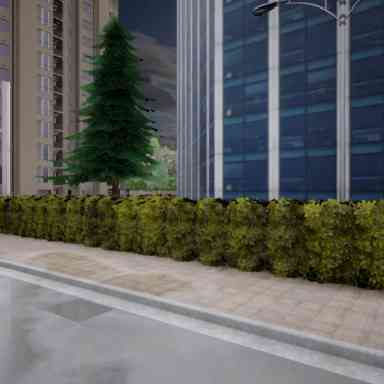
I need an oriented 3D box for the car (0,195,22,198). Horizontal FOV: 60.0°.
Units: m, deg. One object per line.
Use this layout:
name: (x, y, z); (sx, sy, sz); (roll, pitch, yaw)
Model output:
car: (-14.431, 1.221, 27.333); (2.150, 2.045, 5.566); (0, 0, 36)
